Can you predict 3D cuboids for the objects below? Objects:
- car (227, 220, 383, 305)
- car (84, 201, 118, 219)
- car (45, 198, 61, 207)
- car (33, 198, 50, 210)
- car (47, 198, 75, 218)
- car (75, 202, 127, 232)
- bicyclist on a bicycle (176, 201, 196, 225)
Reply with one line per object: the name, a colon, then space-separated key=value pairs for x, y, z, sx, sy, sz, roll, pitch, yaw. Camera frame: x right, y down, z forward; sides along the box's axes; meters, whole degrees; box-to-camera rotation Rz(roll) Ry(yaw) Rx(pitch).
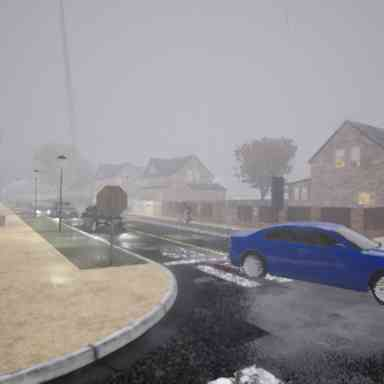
car: x=3.246 y=1.501 z=8.269 sx=5.008 sy=1.535 sz=1.882 roll=0 pitch=0 yaw=41
car: x=-8.636 y=1.674 z=31.314 sx=1.812 sy=1.442 sz=4.674 roll=2 pitch=-1 yaw=-31
car: x=-23.281 y=1.731 z=55.555 sx=1.812 sy=1.442 sz=4.674 roll=2 pitch=-2 yaw=-31
car: x=-20.431 y=1.718 z=45.330 sx=1.895 sy=1.301 sz=4.718 roll=2 pitch=-1 yaw=-31
car: x=-12.189 y=1.600 z=31.520 sx=1.812 sy=1.442 sz=4.674 roll=2 pitch=-1 yaw=-31
car: x=-5.513 y=1.542 z=20.459 sx=1.837 sy=1.490 sz=4.892 roll=2 pitch=-1 yaw=-31
bicyclist on a bicycle: x=-0.410 y=1.497 z=23.349 sx=1.656 sy=1.620 sz=0.582 roll=1 pitch=-1 yaw=-31
